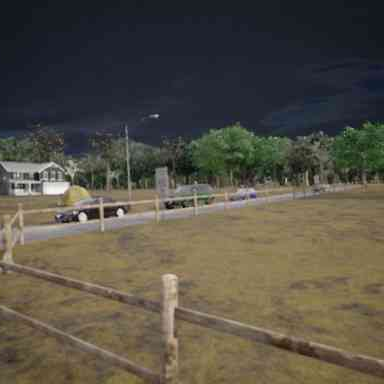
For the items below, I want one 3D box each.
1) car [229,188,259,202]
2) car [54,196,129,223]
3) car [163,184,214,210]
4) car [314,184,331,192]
[{"bbox_3d":[5.982,0.279,37.743,1.812,1.442,4.674,-3,1,36],"label":"car"},{"bbox_3d":[-6.169,1.061,20.814,1.837,1.490,4.892,-3,1,36],"label":"car"},{"bbox_3d":[-0.207,0.387,29.149,2.150,2.045,5.566,-3,1,36],"label":"car"},{"bbox_3d":[20.917,-0.649,53.570,1.994,1.385,4.181,-3,1,36],"label":"car"}]
